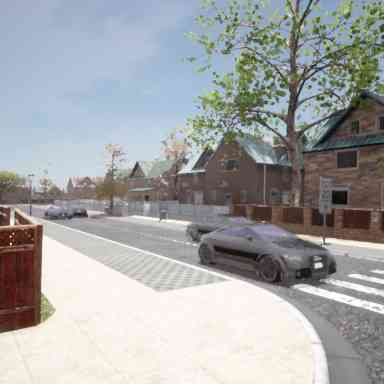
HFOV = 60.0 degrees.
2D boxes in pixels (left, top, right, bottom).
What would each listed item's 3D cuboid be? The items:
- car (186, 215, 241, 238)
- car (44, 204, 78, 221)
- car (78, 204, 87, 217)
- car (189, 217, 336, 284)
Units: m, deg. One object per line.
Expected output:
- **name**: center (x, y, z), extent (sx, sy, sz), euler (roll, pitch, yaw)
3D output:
- **car**: center (1.495, 1.770, 15.854), extent (1.994, 1.385, 4.181), euler (2, -2, -34)
- **car**: center (-12.659, 1.929, 31.476), extent (1.994, 1.385, 4.181), euler (2, -2, -34)
- **car**: center (-13.431, 2.072, 37.842), extent (1.994, 1.385, 4.181), euler (2, -2, -34)
- **car**: center (2.003, 1.642, 9.852), extent (1.994, 1.385, 4.181), euler (2, -2, -34)
